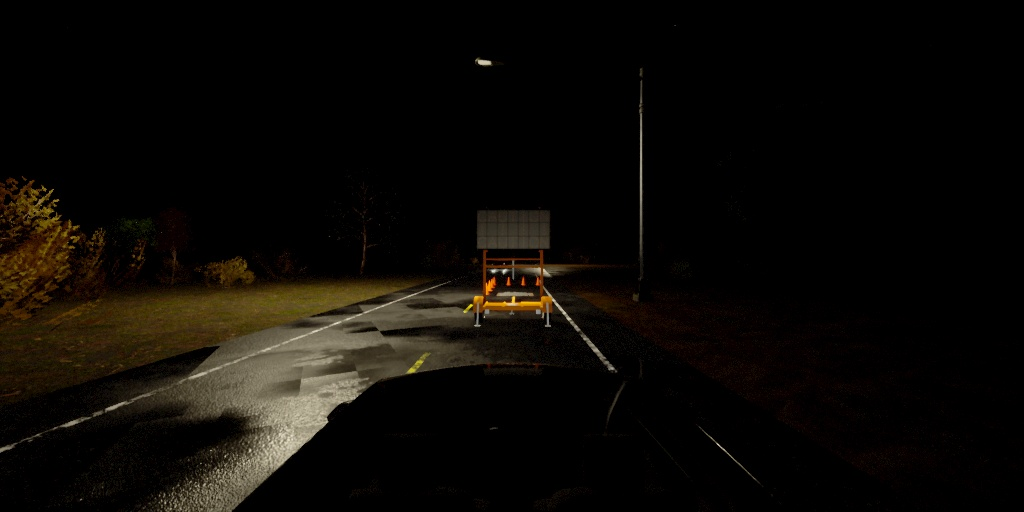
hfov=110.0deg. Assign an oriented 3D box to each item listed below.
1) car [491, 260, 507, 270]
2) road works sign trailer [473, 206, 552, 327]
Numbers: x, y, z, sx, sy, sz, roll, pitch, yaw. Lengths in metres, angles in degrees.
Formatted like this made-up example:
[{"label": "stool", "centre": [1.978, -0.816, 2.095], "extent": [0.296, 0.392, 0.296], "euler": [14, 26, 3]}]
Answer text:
[{"label": "car", "centre": [-1.876, 1.093, 53.662], "extent": [2.097, 1.767, 4.553], "euler": [0, 0, 4]}, {"label": "road works sign trailer", "centre": [0.042, 0.214, 11.548], "extent": [2.380, 3.560, 2.880], "euler": [0, 0, 1]}]
